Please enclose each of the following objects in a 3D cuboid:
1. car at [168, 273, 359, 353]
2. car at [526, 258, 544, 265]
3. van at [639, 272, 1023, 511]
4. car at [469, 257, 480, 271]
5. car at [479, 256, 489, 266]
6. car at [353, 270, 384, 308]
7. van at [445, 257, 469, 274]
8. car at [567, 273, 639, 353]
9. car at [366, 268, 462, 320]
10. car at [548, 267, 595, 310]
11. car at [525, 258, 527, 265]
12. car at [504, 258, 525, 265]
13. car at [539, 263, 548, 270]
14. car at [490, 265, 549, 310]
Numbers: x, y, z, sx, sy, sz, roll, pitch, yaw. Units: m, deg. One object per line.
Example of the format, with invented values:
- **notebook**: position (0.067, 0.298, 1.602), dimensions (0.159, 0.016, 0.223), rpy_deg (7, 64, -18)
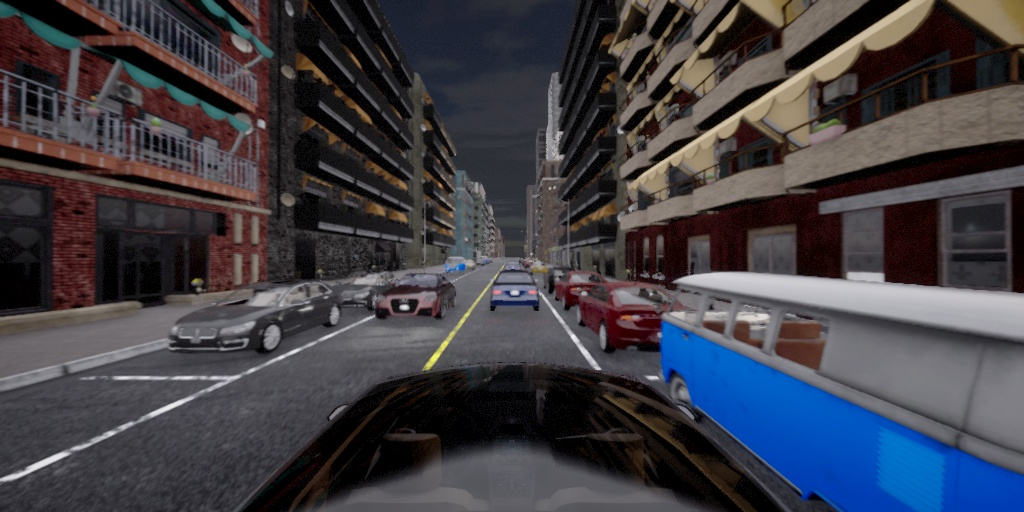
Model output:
- **car**: position (-5.690, 1.277, 8.630), dimensions (2.007, 1.370, 4.403), rpy_deg (0, 0, 0)
- **car**: position (2.686, 1.163, 36.405), dimensions (1.751, 1.417, 4.829), rpy_deg (0, 0, 0)
- **van**: position (2.692, 1.086, 3.095), dimensions (1.690, 1.789, 3.998), rpy_deg (0, 0, 0)
- **car**: position (-5.698, 1.129, 47.124), dimensions (1.751, 1.417, 4.829), rpy_deg (0, 0, 0)
- **car**: position (-5.701, 1.121, 63.863), dimensions (1.948, 1.339, 4.313), rpy_deg (0, 0, 0)
- **car**: position (-5.692, 1.259, 14.154), dimensions (2.007, 1.370, 4.403), rpy_deg (0, 0, 0)
- **van**: position (-5.696, 0.978, 36.246), dimensions (1.690, 1.789, 3.998), rpy_deg (0, 0, 0)
- **car**: position (2.691, 1.272, 8.618), dimensions (1.888, 1.381, 4.507), rpy_deg (0, 0, 0)
- **car**: position (-3.102, 1.278, 12.330), dimensions (1.994, 1.385, 4.181), rpy_deg (0, 0, 0)
- **car**: position (2.689, 1.254, 14.142), dimensions (1.888, 1.381, 4.507), rpy_deg (0, 0, 0)
- **car**: position (2.682, 1.169, 52.806), dimensions (1.802, 1.307, 4.207), rpy_deg (0, 0, 0)
- **car**: position (0.091, 1.176, 39.143), dimensions (2.033, 1.411, 5.357), rpy_deg (0, 0, 0)
- **car**: position (2.688, 1.256, 19.666), dimensions (1.948, 1.339, 4.313), rpy_deg (0, 0, 0)
- **car**: position (0.094, 1.256, 14.352), dimensions (2.033, 1.411, 5.357), rpy_deg (0, 0, 0)
